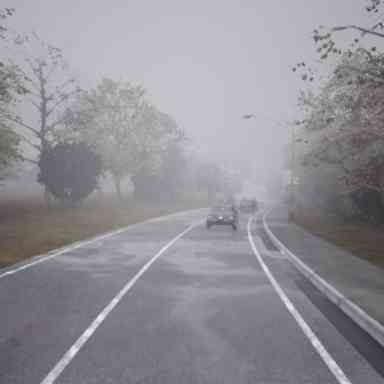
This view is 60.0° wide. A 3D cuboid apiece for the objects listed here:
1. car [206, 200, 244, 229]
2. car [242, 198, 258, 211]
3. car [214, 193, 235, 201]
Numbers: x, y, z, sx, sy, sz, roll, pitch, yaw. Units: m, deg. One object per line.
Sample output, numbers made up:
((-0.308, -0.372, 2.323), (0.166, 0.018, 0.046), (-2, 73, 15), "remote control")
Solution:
((2.074, 1.526, 21.630), (2.033, 1.411, 5.357), (1, 0, 10), "car")
((7.247, 1.500, 42.138), (2.128, 1.511, 4.902), (2, 0, 17), "car")
((4.465, 1.131, 45.664), (2.150, 2.045, 5.566), (2, 0, 18), "car")
